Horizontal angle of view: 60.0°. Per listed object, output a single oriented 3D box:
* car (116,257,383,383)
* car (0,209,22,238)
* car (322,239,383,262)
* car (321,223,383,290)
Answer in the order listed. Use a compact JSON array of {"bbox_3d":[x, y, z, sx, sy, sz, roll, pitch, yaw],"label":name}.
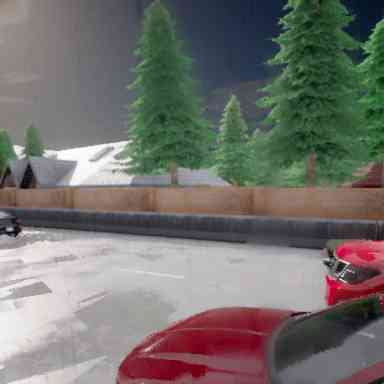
[{"bbox_3d":[1.797,1.476,2.237,5.008,1.535,1.882,0,0,23],"label":"car"},{"bbox_3d":[-10.123,1.483,15.947,4.674,1.442,1.812,0,0,29],"label":"car"},{"bbox_3d":[4.880,1.222,4.703,5.566,2.045,2.150,0,0,22],"label":"car"},{"bbox_3d":[5.709,1.595,8.146,4.718,1.301,1.895,0,0,22],"label":"car"}]
